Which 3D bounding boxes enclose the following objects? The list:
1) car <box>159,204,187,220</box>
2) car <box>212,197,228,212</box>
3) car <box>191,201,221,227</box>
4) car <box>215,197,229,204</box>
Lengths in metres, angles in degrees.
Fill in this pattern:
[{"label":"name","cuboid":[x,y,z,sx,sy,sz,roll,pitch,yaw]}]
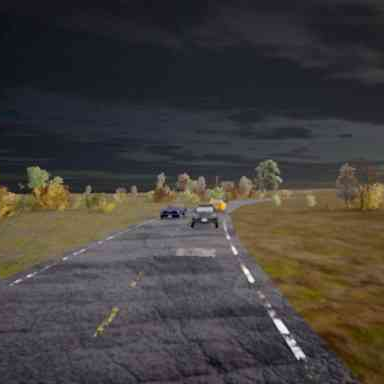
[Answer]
[{"label":"car","cuboid":[-1.627,1.751,30.067,1.895,1.301,4.718,0,0,6]},{"label":"car","cuboid":[3.200,1.683,41.907,1.882,1.535,5.008,0,0,9]},{"label":"car","cuboid":[0.995,1.645,23.833,1.812,1.442,4.674,0,0,5]},{"label":"car","cuboid":[6.496,1.844,70.956,2.033,1.411,5.357,0,0,16]}]
